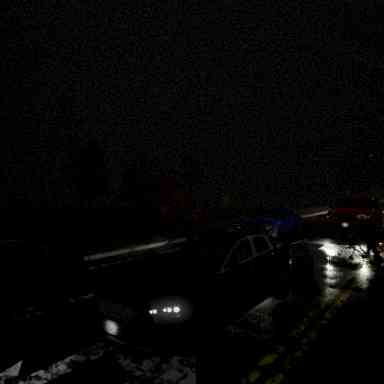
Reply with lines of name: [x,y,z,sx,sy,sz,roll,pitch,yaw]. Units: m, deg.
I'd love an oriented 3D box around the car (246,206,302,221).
car: [3.982,1.479,16.819,1.882,1.535,5.008,0,1,36]

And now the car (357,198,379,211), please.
car: [22.471,1.524,42.405,1.812,1.442,4.674,0,0,36]

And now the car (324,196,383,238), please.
car: [8.923,1.223,18.103,2.150,2.045,5.566,0,0,36]

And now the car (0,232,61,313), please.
car: [-4.138,1.492,5.600,2.128,1.511,4.902,0,0,36]

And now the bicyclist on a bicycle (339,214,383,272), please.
bicyclist on a bicycle: [5.000,1.455,9.393,1.656,1.620,0.582,-3,-2,36]

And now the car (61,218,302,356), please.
car: [0.387,1.492,6.303,2.128,1.511,4.902,0,0,36]
